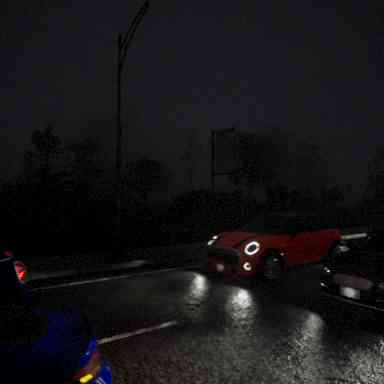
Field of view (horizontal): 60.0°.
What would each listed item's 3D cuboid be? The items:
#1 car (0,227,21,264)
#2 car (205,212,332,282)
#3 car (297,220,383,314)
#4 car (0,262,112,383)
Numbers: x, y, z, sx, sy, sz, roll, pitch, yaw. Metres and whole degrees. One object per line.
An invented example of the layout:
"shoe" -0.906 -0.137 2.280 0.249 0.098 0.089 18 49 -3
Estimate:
"car" -4.880 1.338 4.804 4.553 1.767 2.097 1 0 -35
"car" 2.588 1.437 10.126 4.553 1.767 2.097 1 0 -35
"car" 4.849 1.579 7.440 4.902 1.511 2.128 1 0 -35
"car" -2.820 1.512 1.955 4.674 1.442 1.812 1 -1 -36
